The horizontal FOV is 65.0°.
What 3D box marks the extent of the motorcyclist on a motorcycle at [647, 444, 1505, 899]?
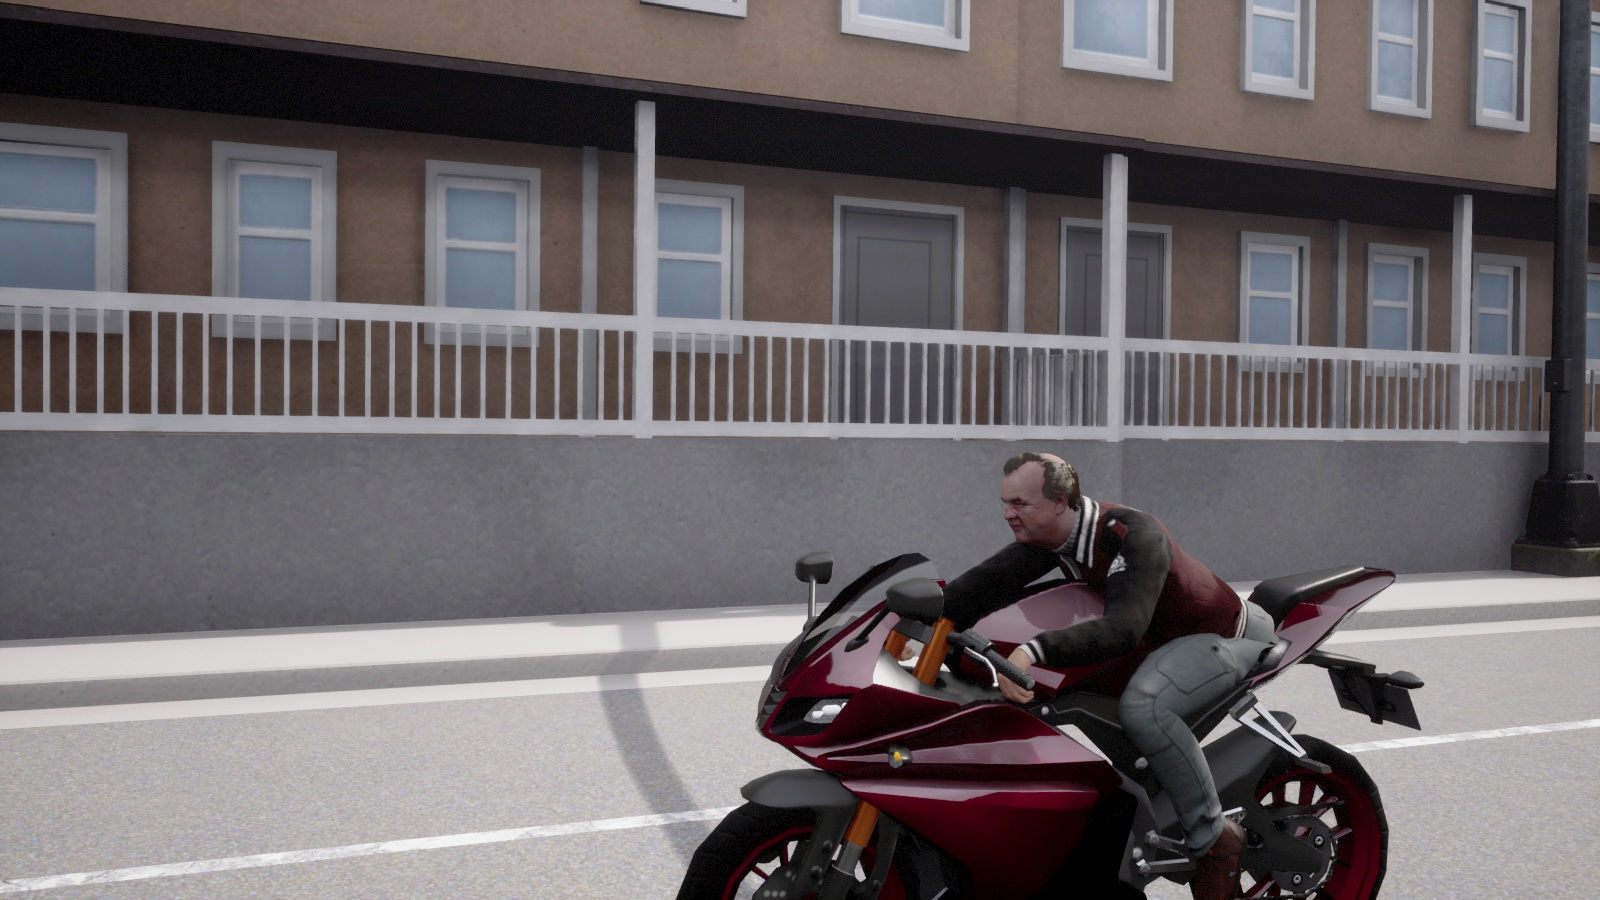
[{"bbox_3d":[0.755,0.768,3.489,2.191,1.530,0.866,-1,1,-19],"label":"motorcyclist on a motorcycle"}]
